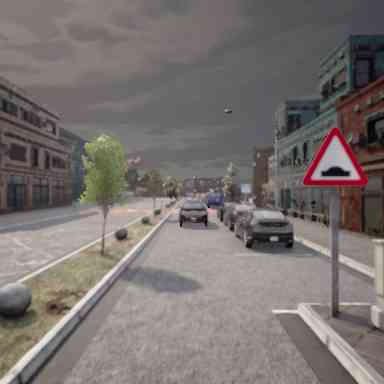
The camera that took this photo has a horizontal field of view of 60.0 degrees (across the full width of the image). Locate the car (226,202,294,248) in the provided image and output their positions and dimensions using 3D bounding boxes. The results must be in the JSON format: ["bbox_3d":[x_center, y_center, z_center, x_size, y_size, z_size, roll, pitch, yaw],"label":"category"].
[{"bbox_3d":[2.992,1.427,14.517,2.231,1.521,4.892,0,0,0],"label":"car"}]

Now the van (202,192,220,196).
[{"bbox_3d":[2.982,1.025,53.292,1.878,1.987,4.442,0,0,0],"label":"van"}]

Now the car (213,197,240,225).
[{"bbox_3d":[2.989,1.404,25.722,2.163,1.488,4.792,0,0,0],"label":"car"}]

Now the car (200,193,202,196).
[{"bbox_3d":[2.981,1.240,58.690,2.231,1.521,4.892,0,0,0],"label":"car"}]

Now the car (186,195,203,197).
[{"bbox_3d":[0.089,1.426,40.826,1.895,1.301,4.718,0,0,0],"label":"car"}]

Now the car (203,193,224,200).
[{"bbox_3d":[2.983,1.308,47.650,2.002,1.452,4.674,0,0,0],"label":"car"}]

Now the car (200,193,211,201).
[{"bbox_3d":[2.976,1.104,75.227,2.185,1.767,4.553,0,0,0],"label":"car"}]

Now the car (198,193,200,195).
[{"bbox_3d":[2.977,1.103,69.707,2.185,1.767,4.553,0,0,0],"label":"car"}]

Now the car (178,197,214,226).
[{"bbox_3d":[0.097,1.367,22.710,2.128,1.511,4.902,0,2,0],"label":"car"}]
